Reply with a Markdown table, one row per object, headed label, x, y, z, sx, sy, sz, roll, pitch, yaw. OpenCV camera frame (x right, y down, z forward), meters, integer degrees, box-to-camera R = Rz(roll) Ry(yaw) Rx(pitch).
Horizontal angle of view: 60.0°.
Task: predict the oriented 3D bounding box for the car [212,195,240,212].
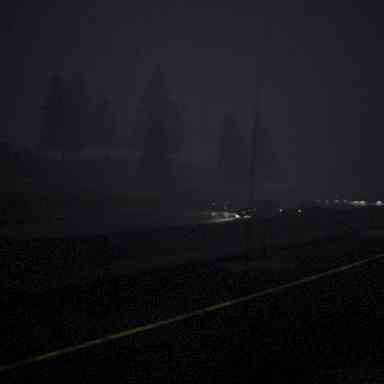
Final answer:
| label | x | y | z | sx | sy | sz | roll | pitch | yaw |
| --- | --- | --- | --- | --- | --- | --- | --- | --- | --- |
| car | 4.212 | 1.158 | 35.861 | 2.097 | 1.767 | 4.553 | 0 | 0 | 43 |

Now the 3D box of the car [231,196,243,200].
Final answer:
| label | x | y | z | sx | sy | sz | roll | pitch | yaw |
| --- | --- | --- | --- | --- | --- | --- | --- | --- | --- |
| car | 6.601 | 1.335 | 33.239 | 2.033 | 1.411 | 5.357 | 0 | 0 | 44 |

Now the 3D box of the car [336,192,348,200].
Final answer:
| label | x | y | z | sx | sy | sz | roll | pitch | yaw |
| --- | --- | --- | --- | --- | --- | --- | --- | --- | --- |
| car | 30.072 | 0.719 | 66.718 | 2.097 | 1.767 | 4.553 | -1 | 0 | 26 |

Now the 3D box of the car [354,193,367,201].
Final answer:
| label | x | y | z | sx | sy | sz | roll | pitch | yaw |
| --- | --- | --- | --- | --- | --- | --- | --- | --- | --- |
| car | 30.038 | 0.903 | 59.151 | 2.128 | 1.511 | 4.902 | 0 | 0 | 30 |

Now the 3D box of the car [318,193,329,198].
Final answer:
| label | x | y | z | sx | sy | sz | roll | pitch | yaw |
| --- | --- | --- | --- | --- | --- | --- | --- | --- | --- |
| car | 27.594 | 0.896 | 69.660 | 1.812 | 1.442 | 4.674 | -1 | 0 | 26 |

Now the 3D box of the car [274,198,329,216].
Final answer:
| label | x | y | z | sx | sy | sz | roll | pitch | yaw |
| --- | --- | --- | --- | --- | --- | --- | --- | --- | --- |
| car | 8.521 | 1.397 | 25.245 | 4.718 | 1.301 | 1.895 | -1 | 0 | -45 |

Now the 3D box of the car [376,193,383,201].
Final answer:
| label | x | y | z | sx | sy | sz | roll | pitch | yaw |
| --- | --- | --- | --- | --- | --- | --- | --- | --- | --- |
| car | 33.329 | 0.866 | 57.854 | 2.128 | 1.511 | 4.902 | 0 | 0 | 30 |

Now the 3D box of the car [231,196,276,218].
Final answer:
| label | x | y | z | sx | sy | sz | roll | pitch | yaw |
| --- | --- | --- | --- | --- | --- | --- | --- | --- | --- |
| car | 5.697 | 1.329 | 27.405 | 4.892 | 1.490 | 1.837 | 0 | 0 | -45 |
